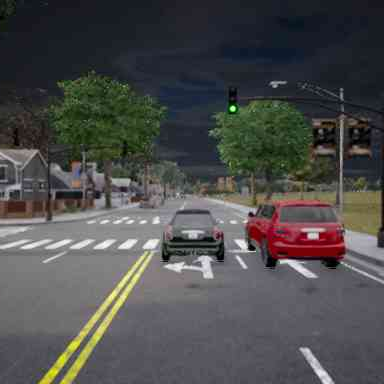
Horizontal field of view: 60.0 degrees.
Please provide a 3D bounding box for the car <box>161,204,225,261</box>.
[{"bbox_3d":[0.053,1.426,12.725,2.097,1.767,4.553,0,0,0],"label":"car"}]

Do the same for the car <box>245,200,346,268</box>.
[{"bbox_3d":[3.292,1.289,11.646,2.150,2.045,5.566,0,0,0],"label":"car"}]

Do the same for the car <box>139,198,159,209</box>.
[{"bbox_3d":[-6.579,1.637,49.481,2.097,1.767,4.553,0,0,0],"label":"car"}]

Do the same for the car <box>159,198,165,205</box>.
[{"bbox_3d":[-6.503,1.880,65.706,2.128,1.511,4.902,0,0,0],"label":"car"}]
